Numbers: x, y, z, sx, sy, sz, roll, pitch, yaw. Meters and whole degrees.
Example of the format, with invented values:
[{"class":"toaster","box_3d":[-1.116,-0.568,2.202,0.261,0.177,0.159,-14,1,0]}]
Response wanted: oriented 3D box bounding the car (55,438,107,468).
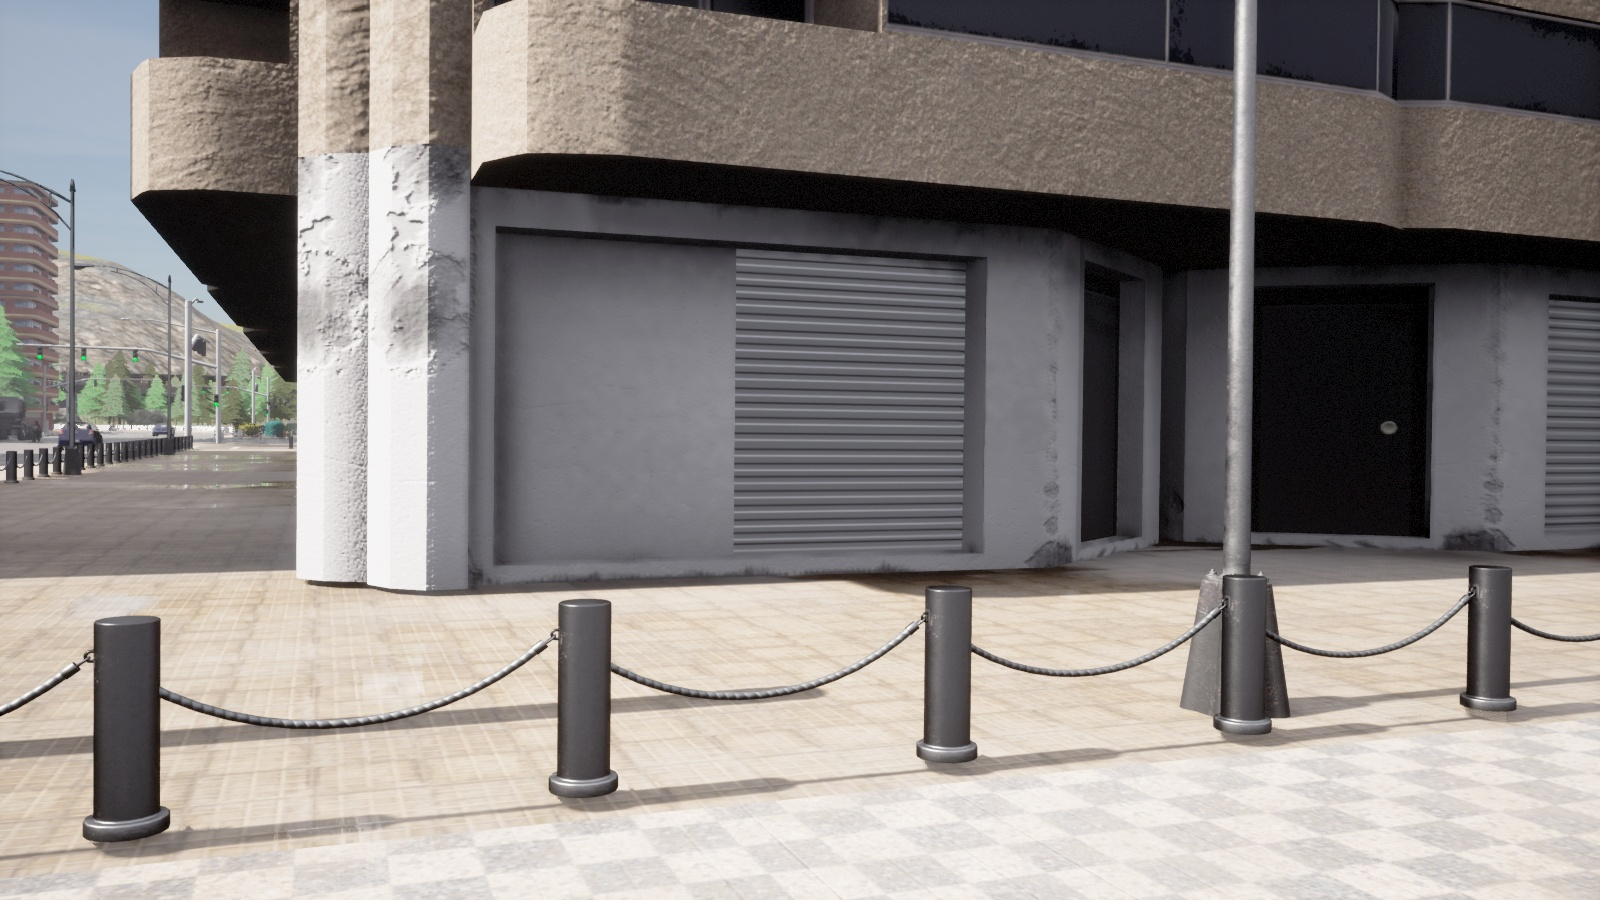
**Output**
[{"class":"car","box_3d":[-37.241,0.123,65.116,1.845,1.501,3.633,-1,1,-22]}]
